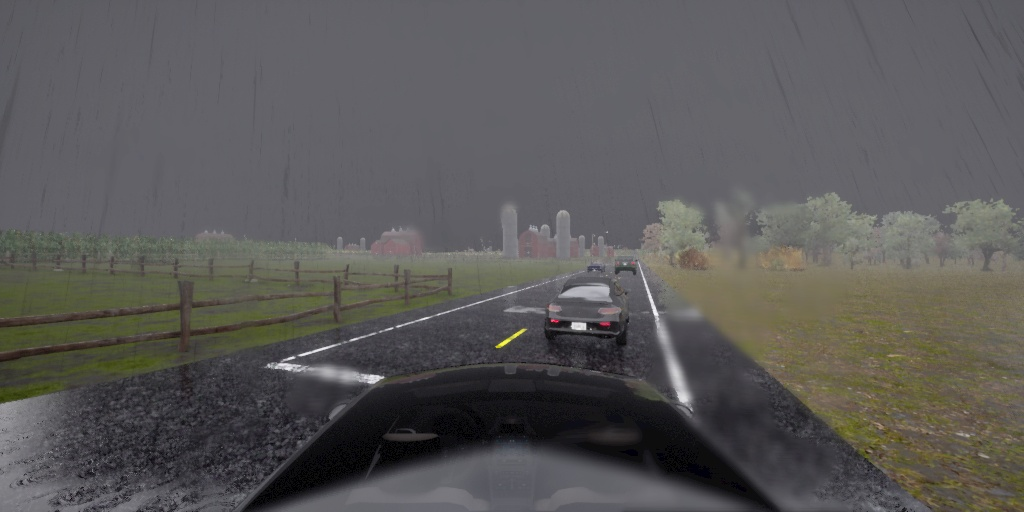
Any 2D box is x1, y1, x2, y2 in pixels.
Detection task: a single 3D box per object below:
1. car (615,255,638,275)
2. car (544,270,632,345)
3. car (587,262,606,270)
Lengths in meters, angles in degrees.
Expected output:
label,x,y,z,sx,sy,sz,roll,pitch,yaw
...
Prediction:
label,x,y,z,sx,sy,sz,roll,pitch,yaw
car,12.553,0.961,39.473,2.150,2.045,5.566,0,0,20
car,2.127,1.274,9.532,1.812,1.442,4.674,0,0,19
car,10.340,1.340,43.910,1.895,1.301,4.718,0,0,19
